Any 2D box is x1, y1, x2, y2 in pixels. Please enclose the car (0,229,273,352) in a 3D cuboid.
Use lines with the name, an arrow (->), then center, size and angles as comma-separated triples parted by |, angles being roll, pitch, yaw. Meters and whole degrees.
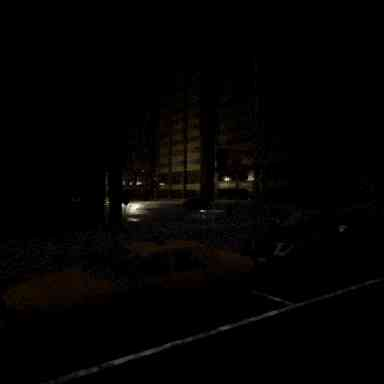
car -> -0.868, 1.524, 6.137 | 4.829, 1.417, 1.752 | 0, 1, -35

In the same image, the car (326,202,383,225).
car -> 13.088, 1.568, 25.931 | 1.812, 1.442, 4.674 | 0, 1, -35

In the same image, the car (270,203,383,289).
car -> 3.718, 1.311, 9.402 | 5.009, 1.841, 2.192 | 0, 0, -35

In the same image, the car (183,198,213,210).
car -> 0.709, 1.620, 43.275 | 1.837, 1.490, 4.892 | 0, 0, -35

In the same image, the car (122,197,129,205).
car -> -13.833, 1.656, 63.662 | 1.882, 1.535, 5.008 | 0, 0, -35
